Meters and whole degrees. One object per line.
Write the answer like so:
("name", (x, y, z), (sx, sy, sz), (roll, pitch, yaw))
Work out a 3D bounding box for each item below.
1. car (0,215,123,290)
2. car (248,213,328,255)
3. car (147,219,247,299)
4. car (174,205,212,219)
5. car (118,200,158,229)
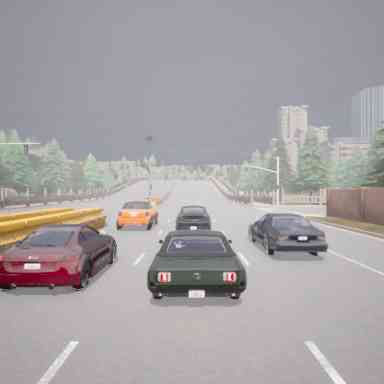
("car", (-3.412, 1.563, 9.111), (1.994, 1.385, 4.181), (0, 0, 0))
("car", (3.574, 1.548, 13.285), (2.033, 1.411, 5.357), (0, 0, 0))
("car", (0.089, 1.601, 8.388), (1.895, 1.301, 4.718), (0, 0, 0))
("car", (0.072, 1.505, 18.625), (1.837, 1.490, 4.892), (0, 0, 0))
("car", (-3.431, 1.353, 21.618), (2.097, 1.767, 4.553), (0, 0, 0))
